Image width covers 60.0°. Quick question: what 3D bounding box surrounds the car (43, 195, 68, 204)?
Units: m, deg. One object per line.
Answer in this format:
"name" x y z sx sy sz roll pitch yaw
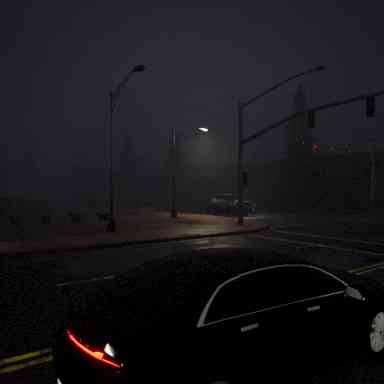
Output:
"car" -26.243 1.352 63.797 4.553 1.767 2.097 0 0 9

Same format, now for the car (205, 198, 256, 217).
"car" 3.438 1.547 31.372 2.033 1.411 5.357 0 0 -36

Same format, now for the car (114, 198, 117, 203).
"car" -16.283 1.478 61.331 5.008 1.535 1.882 0 0 21

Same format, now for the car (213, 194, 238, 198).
"car" 4.358 1.223 35.973 2.150 2.045 5.566 0 0 -37

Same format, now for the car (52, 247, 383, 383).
"car" 0.813 1.505 4.378 4.892 1.490 1.837 0 0 -35

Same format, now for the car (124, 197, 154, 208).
"car" -7.816 1.477 48.891 5.008 1.535 1.882 0 0 35

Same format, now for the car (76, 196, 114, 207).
"car" -14.714 1.548 49.152 5.357 1.411 2.033 0 0 28
